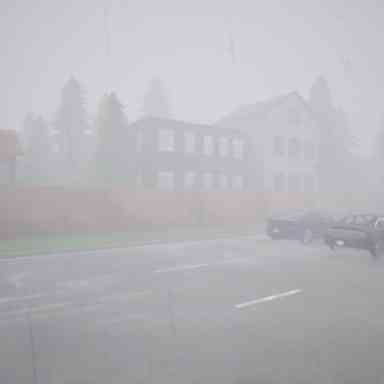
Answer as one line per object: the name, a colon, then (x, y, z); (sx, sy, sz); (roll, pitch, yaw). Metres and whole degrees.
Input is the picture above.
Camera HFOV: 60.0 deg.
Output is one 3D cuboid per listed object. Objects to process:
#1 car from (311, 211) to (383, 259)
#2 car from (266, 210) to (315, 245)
car: (7.321, 1.644, 13.379); (4.902, 1.511, 2.128); (1, 0, -35)
car: (5.889, 1.637, 16.649); (5.008, 1.535, 1.882); (0, 0, -35)
